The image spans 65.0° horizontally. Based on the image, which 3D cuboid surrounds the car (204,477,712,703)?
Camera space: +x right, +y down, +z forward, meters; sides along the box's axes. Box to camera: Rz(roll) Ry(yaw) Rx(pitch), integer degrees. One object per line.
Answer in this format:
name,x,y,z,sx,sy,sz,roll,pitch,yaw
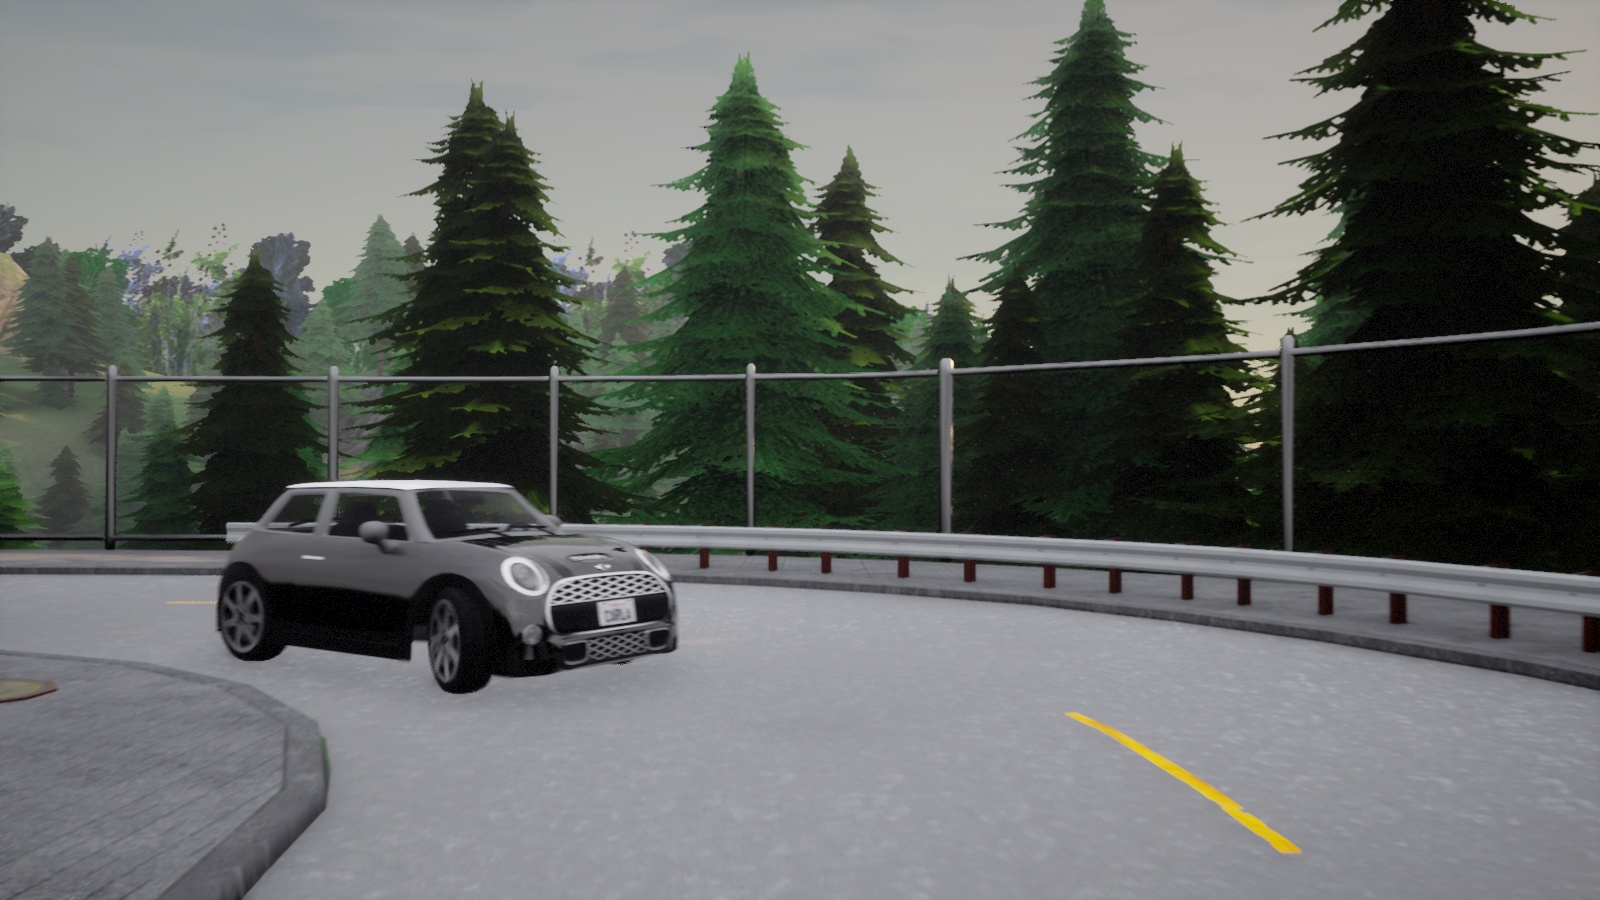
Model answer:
car,-2.820,0.963,10.171,3.806,1.475,1.970,-1,-1,34
